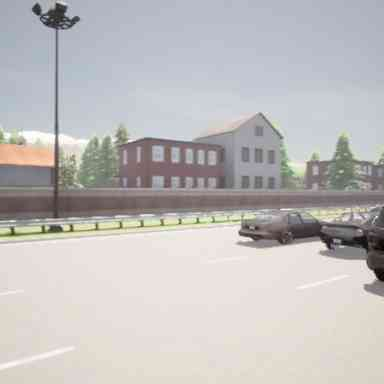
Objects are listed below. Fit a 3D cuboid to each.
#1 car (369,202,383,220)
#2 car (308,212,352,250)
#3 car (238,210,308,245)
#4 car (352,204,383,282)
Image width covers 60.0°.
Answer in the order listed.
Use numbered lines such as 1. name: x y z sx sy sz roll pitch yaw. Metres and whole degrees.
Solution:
1. car: 17.673 1.639 29.250 4.181 1.385 1.994 0 0 -36
2. car: 7.083 1.524 13.100 4.902 1.511 2.128 0 0 -36
3. car: 4.599 1.578 15.628 5.357 1.411 2.033 0 0 -36
4. car: 6.698 1.247 8.524 5.566 2.045 2.150 0 0 -36
